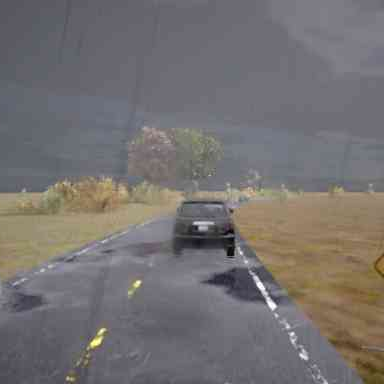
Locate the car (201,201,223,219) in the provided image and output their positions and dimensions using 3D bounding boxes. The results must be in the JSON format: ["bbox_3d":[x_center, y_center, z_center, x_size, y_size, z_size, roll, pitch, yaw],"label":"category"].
[{"bbox_3d":[1.905,1.578,30.375,1.812,1.442,4.674,0,0,6],"label":"car"}]

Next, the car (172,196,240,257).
[{"bbox_3d":[0.499,1.246,13.246,2.150,2.045,5.566,0,0,3],"label":"car"}]

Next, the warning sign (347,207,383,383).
[{"bbox_3d":[2.687,1.126,3.852,1.300,1.860,1.060,0,0,1],"label":"warning sign"}]

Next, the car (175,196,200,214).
[{"bbox_3d":[-0.425,1.413,37.458,2.097,1.767,4.553,0,0,8],"label":"car"}]

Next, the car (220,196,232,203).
[{"bbox_3d":[7.925,1.622,77.378,2.128,1.511,4.902,0,0,16],"label":"car"}]

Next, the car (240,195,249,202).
[{"bbox_3d":[12.072,1.463,77.154,2.097,1.767,4.553,0,0,16],"label":"car"}]
